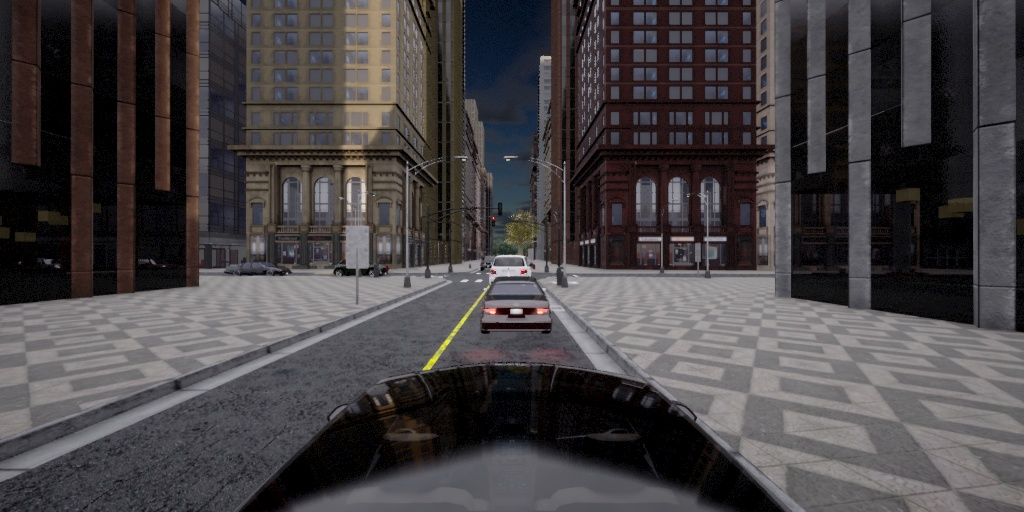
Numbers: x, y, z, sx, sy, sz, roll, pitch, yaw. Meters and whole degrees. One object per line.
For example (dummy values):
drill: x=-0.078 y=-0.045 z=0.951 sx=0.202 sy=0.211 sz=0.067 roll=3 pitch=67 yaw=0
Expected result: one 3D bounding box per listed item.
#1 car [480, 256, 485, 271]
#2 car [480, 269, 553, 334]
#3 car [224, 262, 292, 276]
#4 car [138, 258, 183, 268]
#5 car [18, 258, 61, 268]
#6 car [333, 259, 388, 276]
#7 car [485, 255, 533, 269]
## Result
car: x=-3.132 y=0.969 z=49.484 sx=2.150 sy=2.045 sz=5.566 roll=0 pitch=0 yaw=-1
car: x=0.091 y=1.297 z=10.609 sx=2.033 sy=1.411 sz=5.357 roll=0 pitch=0 yaw=0
car: x=-23.573 y=1.220 z=33.332 sx=5.357 sy=1.411 sz=2.033 roll=0 pitch=0 yaw=0
car: x=-33.360 y=1.001 z=33.340 sx=4.553 sy=1.767 sz=2.097 roll=0 pitch=0 yaw=0
car: x=-43.161 y=0.979 z=33.370 sx=4.553 sy=1.767 sz=2.097 roll=0 pitch=0 yaw=0
car: x=-13.992 y=1.052 z=33.339 sx=4.553 sy=1.767 sz=2.097 roll=0 pitch=0 yaw=0
car: x=0.015 y=0.971 z=20.854 sx=2.150 sy=2.045 sz=5.566 roll=0 pitch=0 yaw=4
